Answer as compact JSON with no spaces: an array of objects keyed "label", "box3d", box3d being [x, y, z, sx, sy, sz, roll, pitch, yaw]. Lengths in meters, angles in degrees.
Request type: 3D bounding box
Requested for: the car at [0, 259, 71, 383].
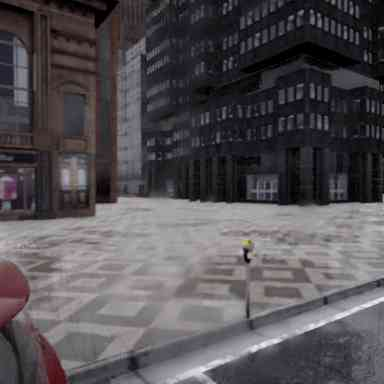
[{"label":"car","box3d":[-2.749,1.314,0.629,5.009,1.841,2.192,-1,1,-35]}]
